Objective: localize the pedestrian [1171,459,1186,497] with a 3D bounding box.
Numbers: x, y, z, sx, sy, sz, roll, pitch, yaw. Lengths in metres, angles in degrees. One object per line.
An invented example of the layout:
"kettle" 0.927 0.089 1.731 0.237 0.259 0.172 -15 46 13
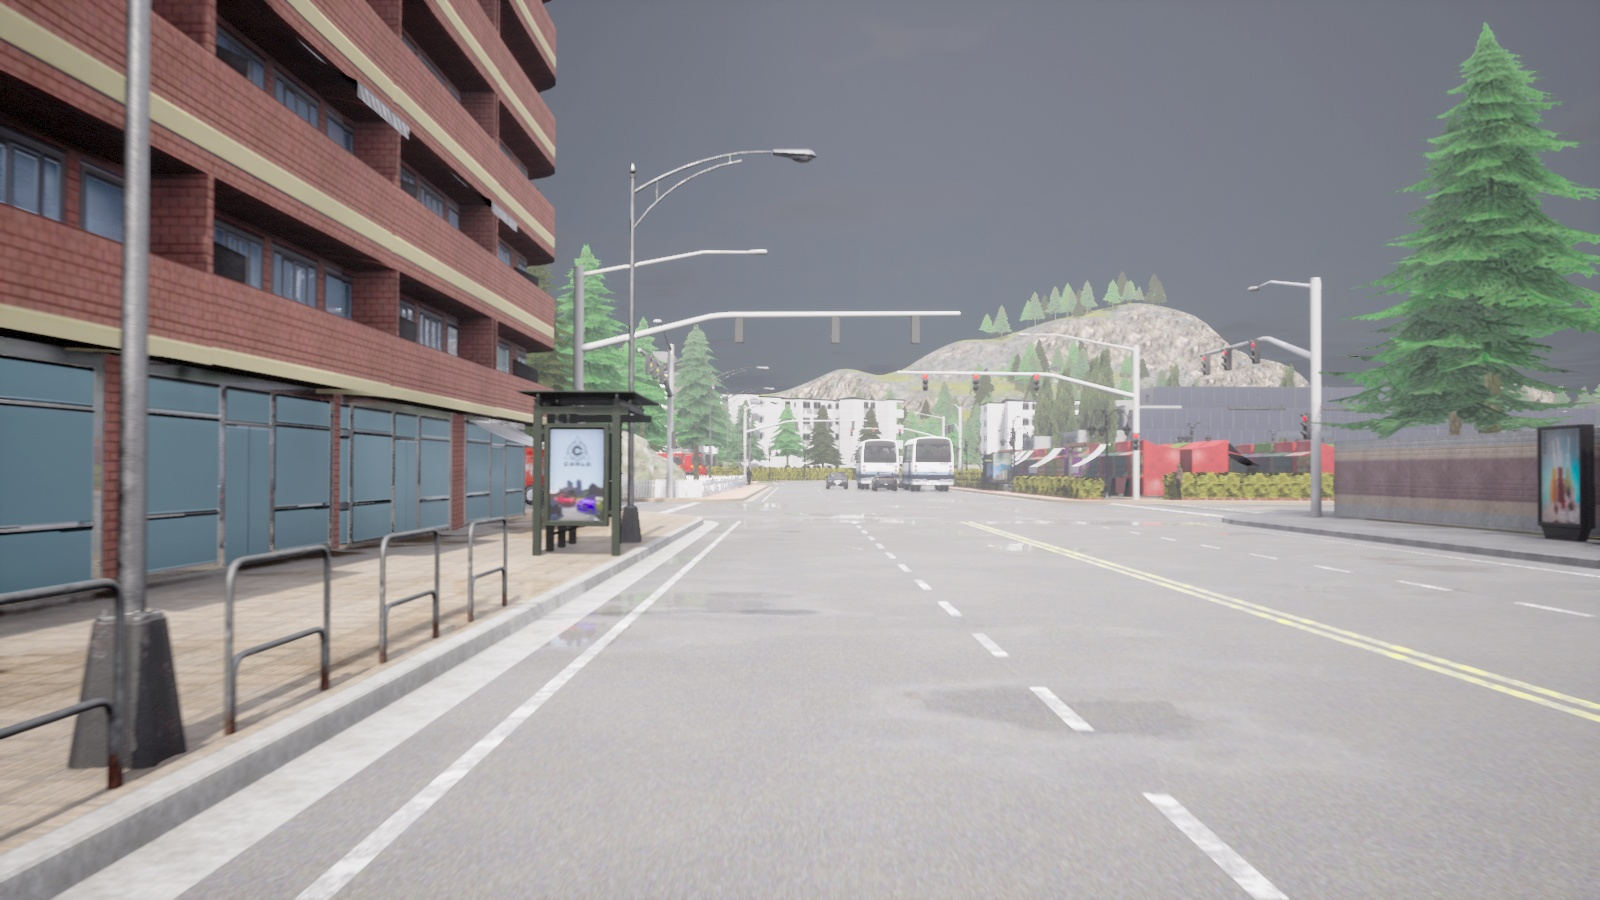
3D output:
"pedestrian" 18.485 1.366 61.343 0.634 1.846 0.331 0 -1 2

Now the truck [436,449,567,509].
"truck" -12.528 1.213 53.116 5.204 2.467 2.627 0 -1 -9
